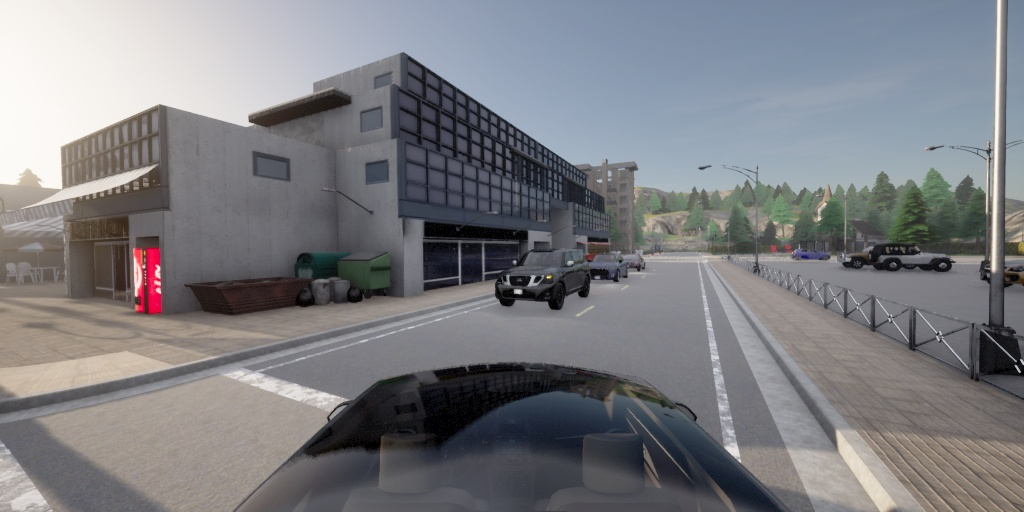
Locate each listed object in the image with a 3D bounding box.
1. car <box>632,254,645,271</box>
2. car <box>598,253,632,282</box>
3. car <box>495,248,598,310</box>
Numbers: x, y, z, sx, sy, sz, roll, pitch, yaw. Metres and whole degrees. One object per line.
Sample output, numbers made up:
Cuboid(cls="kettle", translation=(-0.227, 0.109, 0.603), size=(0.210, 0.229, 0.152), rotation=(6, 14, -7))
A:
Cuboid(cls="car", translation=(10.607, 0.534, 31.729), size=(1.812, 1.442, 4.674), rotation=(0, 1, 27))
Cuboid(cls="car", translation=(5.936, 0.610, 22.626), size=(2.097, 1.767, 4.553), rotation=(0, 1, 27))
Cuboid(cls="car", translation=(1.449, 0.720, 13.872), size=(2.150, 2.045, 5.566), rotation=(0, 1, 27))
